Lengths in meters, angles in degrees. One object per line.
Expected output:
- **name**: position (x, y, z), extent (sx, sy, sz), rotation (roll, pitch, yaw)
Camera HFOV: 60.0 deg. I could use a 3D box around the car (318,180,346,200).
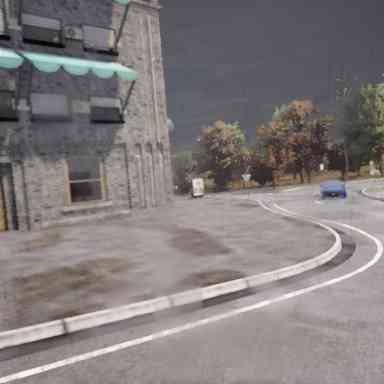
- **car**: position (11.986, -0.293, 28.598), extent (1.882, 1.535, 5.008), rotation (-4, 3, 20)
